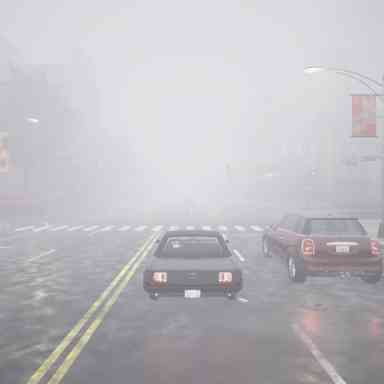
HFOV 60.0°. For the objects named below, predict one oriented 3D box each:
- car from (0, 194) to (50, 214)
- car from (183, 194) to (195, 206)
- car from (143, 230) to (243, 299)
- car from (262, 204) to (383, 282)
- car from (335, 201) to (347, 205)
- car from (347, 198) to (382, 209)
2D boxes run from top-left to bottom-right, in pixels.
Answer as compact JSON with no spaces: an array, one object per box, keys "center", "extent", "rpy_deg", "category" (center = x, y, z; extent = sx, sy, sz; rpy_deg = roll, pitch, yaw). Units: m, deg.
[{"center":[-17.722,1.223,34.257],"extent":[5.566,2.045,2.150],"rpy_deg":[0,0,-3],"category":"car"},{"center":[-0.502,1.505,55.743],"extent":[1.837,1.490,4.892],"rpy_deg":[0,0,2],"category":"car"},{"center":[0.015,1.601,8.393],"extent":[1.895,1.301,4.718],"rpy_deg":[0,0,0],"category":"car"},{"center":[3.507,1.352,9.873],"extent":[2.097,1.767,4.553],"rpy_deg":[0,0,0],"category":"car"},{"center":[22.699,1.547,45.958],"extent":[5.357,1.411,2.033],"rpy_deg":[0,0,0],"category":"car"},{"center":[22.619,1.564,42.458],"extent":[4.181,1.385,1.994],"rpy_deg":[0,0,0],"category":"car"}]
